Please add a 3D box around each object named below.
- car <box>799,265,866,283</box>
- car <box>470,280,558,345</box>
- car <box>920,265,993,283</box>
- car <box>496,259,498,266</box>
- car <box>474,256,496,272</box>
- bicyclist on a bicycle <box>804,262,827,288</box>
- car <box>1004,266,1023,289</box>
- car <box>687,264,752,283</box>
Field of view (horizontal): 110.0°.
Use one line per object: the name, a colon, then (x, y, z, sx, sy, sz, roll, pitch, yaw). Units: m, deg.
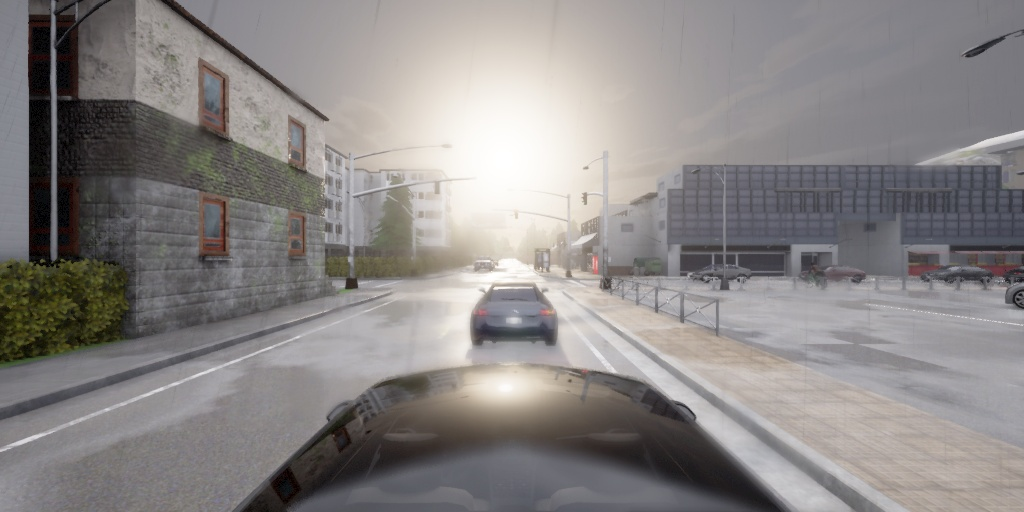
car: (26.402, 1.452, 29.597, 4.674, 1.442, 1.812, 0, 0, 0)
car: (0.054, 1.314, 9.473, 1.994, 1.385, 4.181, 0, 0, 0)
car: (36.712, 1.452, 29.617, 4.674, 1.442, 1.812, 0, 0, 0)
car: (-3.647, 1.351, 56.983, 1.895, 1.301, 4.718, 0, 0, 0)
car: (-3.647, 0.972, 47.090, 2.150, 2.045, 5.566, 0, 0, 0)
bicyclist on a bicycle: (18.692, 1.227, 22.092, 0.582, 1.620, 1.656, 0, 0, 0)
car: (38.894, 1.430, 25.948, 4.892, 1.490, 1.837, 0, 0, 0)
car: (17.037, 1.417, 29.569, 4.902, 1.511, 2.128, 0, 0, 0)
